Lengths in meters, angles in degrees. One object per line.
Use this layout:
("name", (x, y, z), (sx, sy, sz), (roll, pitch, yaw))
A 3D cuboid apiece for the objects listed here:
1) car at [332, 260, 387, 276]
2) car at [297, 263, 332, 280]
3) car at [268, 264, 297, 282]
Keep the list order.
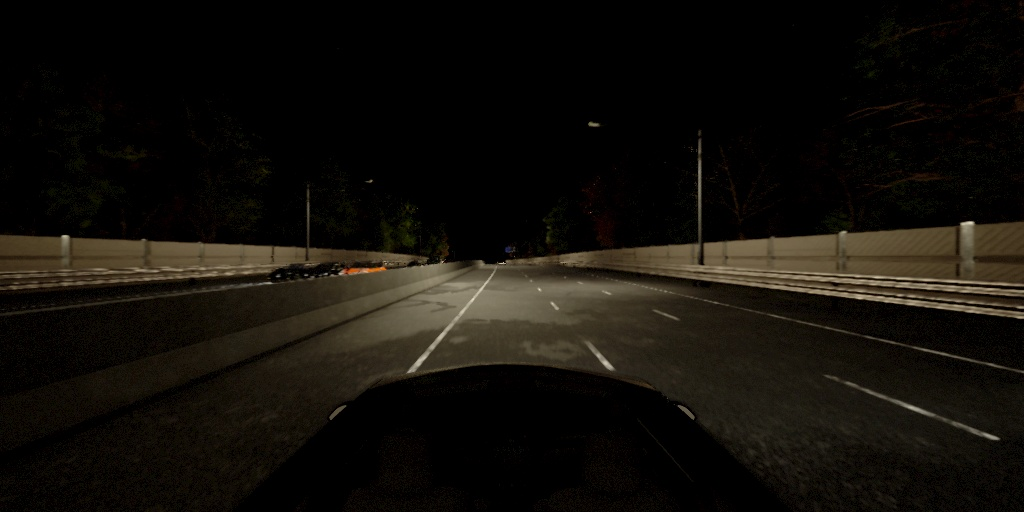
("car", (-10.754, 1.133, 26.145), (2.097, 1.767, 4.553), (0, 0, -1))
("car", (-14.279, 1.289, 28.037), (1.837, 1.490, 4.892), (0, 0, -1))
("car", (-17.795, 1.353, 29.268), (1.994, 1.385, 4.181), (0, 0, 0))
